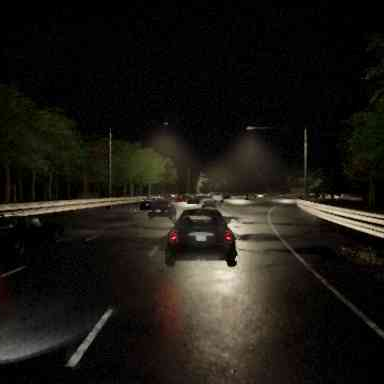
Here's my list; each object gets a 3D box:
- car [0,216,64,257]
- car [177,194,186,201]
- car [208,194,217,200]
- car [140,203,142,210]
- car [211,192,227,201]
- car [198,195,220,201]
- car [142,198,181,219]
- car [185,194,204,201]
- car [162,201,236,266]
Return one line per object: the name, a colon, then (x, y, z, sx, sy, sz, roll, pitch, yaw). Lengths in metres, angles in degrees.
car: (-6.729, 1.572, 12.837, 1.895, 1.301, 4.718, 1, 0, 2)
car: (-1.849, 1.210, 67.778, 2.097, 1.767, 4.553, 0, 0, 9)
car: (5.688, 1.353, 90.833, 1.994, 1.385, 4.181, 0, 0, 12)
car: (-5.019, 1.481, 40.899, 1.994, 1.385, 4.181, 0, 0, 5)
car: (5.508, 1.099, 70.074, 2.150, 2.045, 5.566, 0, 0, 9)
car: (2.300, 1.490, 44.763, 2.033, 1.411, 5.357, 0, 0, 6)
car: (-2.422, 1.517, 28.097, 2.033, 1.411, 5.357, 0, 0, 4)
car: (0.436, 1.458, 58.361, 1.994, 1.385, 4.181, 0, 0, 7)
car: (0.313, 1.353, 11.685, 2.097, 1.767, 4.553, 0, 0, 1)
